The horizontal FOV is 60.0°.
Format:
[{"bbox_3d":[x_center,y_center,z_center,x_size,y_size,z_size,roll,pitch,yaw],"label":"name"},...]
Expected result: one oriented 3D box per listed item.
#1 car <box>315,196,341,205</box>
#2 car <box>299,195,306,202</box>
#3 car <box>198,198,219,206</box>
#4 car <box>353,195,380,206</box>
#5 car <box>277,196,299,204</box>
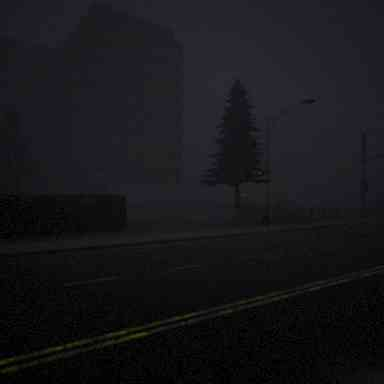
[{"bbox_3d":[29.655,2.011,72.832,1.970,1.475,3.806,1,0,-36],"label":"car"},{"bbox_3d":[27.938,2.060,90.157,1.784,1.438,3.905,1,0,-36],"label":"car"},{"bbox_3d":[3.069,1.872,63.965,1.837,1.490,4.892,1,0,-35],"label":"car"},{"bbox_3d":[43.360,1.926,82.719,1.932,1.855,4.605,1,0,-36],"label":"car"},{"bbox_3d":[25.581,2.065,88.476,1.970,1.475,3.806,1,0,-36],"label":"car"}]
